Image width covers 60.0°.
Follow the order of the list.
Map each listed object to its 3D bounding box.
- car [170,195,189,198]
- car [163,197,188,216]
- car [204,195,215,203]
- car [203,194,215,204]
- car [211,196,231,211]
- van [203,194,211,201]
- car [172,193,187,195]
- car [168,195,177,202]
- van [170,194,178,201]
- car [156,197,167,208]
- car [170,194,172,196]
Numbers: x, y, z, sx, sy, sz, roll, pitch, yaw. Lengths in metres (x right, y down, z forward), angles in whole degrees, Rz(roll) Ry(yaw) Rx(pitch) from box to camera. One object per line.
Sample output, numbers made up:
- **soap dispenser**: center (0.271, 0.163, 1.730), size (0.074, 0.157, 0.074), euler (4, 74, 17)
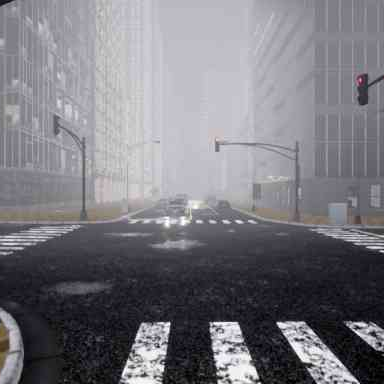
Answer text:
- **car**: center (-1.651, 1.517, 43.465), size (1.837, 1.490, 4.892), euler (0, 0, 0)
- **car**: center (-1.585, 1.543, 33.103), size (1.812, 1.442, 4.674), euler (0, 0, 0)
- **car**: center (3.588, 1.432, 69.386), size (1.967, 1.590, 4.097), euler (0, 0, 0)
- **car**: center (3.625, 1.313, 63.858), size (2.192, 1.841, 5.009), euler (0, 0, 0)
- **car**: center (3.823, 1.579, 41.749), size (1.947, 1.339, 4.313), euler (0, 0, 0)
- **van**: center (3.513, 1.321, 80.441), size (1.690, 1.788, 3.998), euler (0, 0, 0)
- **car**: center (-1.719, 1.229, 55.273), size (2.150, 2.045, 5.566), euler (0, 0, 0)
- **car**: center (-4.329, 1.426, 74.861), size (1.967, 1.590, 4.097), euler (0, 0, 0)
- **van**: center (-4.367, 1.321, 80.388), size (1.690, 1.788, 3.998), euler (0, 0, 0)
- **car**: center (-4.143, 1.593, 47.223), size (1.802, 1.307, 4.206), euler (0, 0, 0)
- **car**: center (-4.255, 1.564, 63.805), size (1.947, 1.339, 4.313), euler (0, 0, 0)
